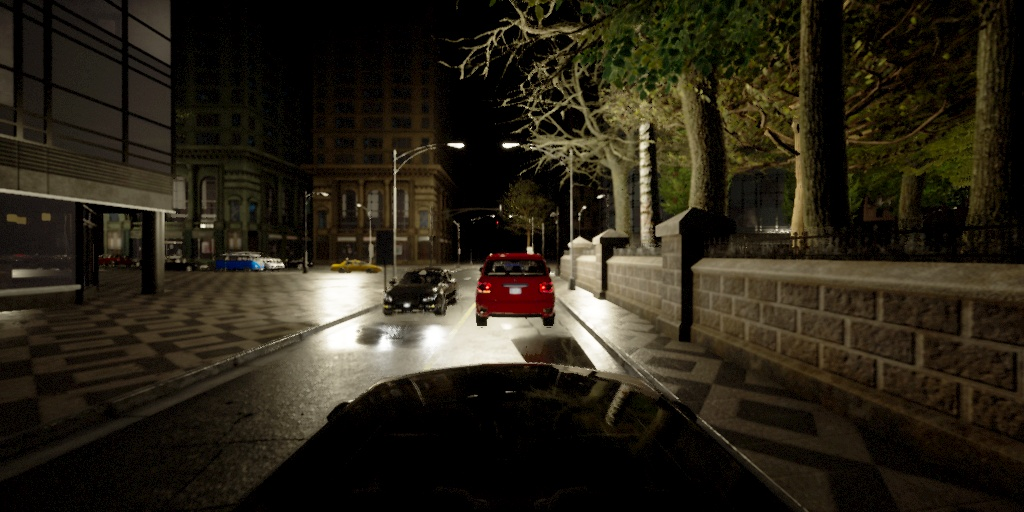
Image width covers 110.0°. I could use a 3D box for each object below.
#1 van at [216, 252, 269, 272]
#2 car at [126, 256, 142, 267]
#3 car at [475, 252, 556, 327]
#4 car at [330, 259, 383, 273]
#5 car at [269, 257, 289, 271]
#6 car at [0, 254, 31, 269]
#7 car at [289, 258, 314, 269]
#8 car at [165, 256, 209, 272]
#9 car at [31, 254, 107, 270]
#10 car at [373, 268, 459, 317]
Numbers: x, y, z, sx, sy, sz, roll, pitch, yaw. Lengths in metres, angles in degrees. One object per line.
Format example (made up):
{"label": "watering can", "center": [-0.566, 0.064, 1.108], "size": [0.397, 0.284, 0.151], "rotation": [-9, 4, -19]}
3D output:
{"label": "van", "center": [-26.353, 0.715, 34.795], "size": [3.998, 1.789, 1.690], "rotation": [0, 0, 0]}
{"label": "car", "center": [-43.168, 0.665, 43.417], "size": [4.403, 1.370, 2.007], "rotation": [0, 0, 0]}
{"label": "car", "center": [0.097, 0.936, 11.469], "size": [2.150, 2.045, 5.566], "rotation": [0, 0, 0]}
{"label": "car", "center": [-14.942, 1.022, 34.729], "size": [4.829, 1.417, 1.751], "rotation": [0, 0, 0]}
{"label": "car", "center": [-27.024, 0.577, 37.457], "size": [5.566, 2.045, 2.150], "rotation": [1, 0, 0]}
{"label": "car", "center": [-48.828, 0.615, 34.924], "size": [4.403, 1.370, 2.007], "rotation": [0, 0, 0]}
{"label": "car", "center": [-26.313, 0.908, 43.320], "size": [4.313, 1.339, 1.948], "rotation": [0, 0, 0]}
{"label": "car", "center": [-31.971, 0.854, 34.827], "size": [4.403, 1.370, 2.007], "rotation": [0, 0, 0]}
{"label": "car", "center": [-43.041, 0.672, 34.891], "size": [4.829, 1.417, 1.751], "rotation": [0, 0, 0]}
{"label": "car", "center": [-3.091, 1.214, 12.980], "size": [1.837, 1.490, 4.892], "rotation": [0, 0, 0]}
